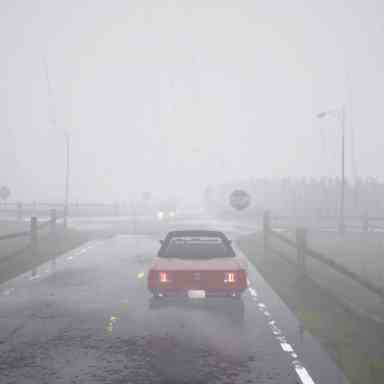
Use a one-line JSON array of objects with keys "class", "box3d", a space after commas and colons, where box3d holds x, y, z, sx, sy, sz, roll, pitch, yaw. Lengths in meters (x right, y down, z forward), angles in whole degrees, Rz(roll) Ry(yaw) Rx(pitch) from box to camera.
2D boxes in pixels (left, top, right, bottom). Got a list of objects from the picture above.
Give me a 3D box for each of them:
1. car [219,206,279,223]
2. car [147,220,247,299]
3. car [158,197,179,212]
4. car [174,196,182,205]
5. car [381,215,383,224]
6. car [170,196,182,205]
[{"class": "car", "box3d": [4.653, 1.763, 27.354, 4.718, 1.301, 1.895, 2, 0, 22]}, {"class": "car", "box3d": [0.094, 1.602, 8.376, 1.895, 1.301, 4.718, 0, 0, 0]}, {"class": "car", "box3d": [-2.888, 1.582, 39.326, 1.994, 1.385, 4.181, 0, 0, -1]}, {"class": "car", "box3d": [-2.886, 1.577, 49.578, 2.033, 1.411, 5.357, 0, 0, 0]}, {"class": "car", "box3d": [17.261, 1.806, 25.756, 4.553, 1.767, 2.097, 1, -1, 0]}, {"class": "car", "box3d": [-2.878, 1.520, 60.041, 1.882, 1.535, 5.008, 0, 0, 1]}]
